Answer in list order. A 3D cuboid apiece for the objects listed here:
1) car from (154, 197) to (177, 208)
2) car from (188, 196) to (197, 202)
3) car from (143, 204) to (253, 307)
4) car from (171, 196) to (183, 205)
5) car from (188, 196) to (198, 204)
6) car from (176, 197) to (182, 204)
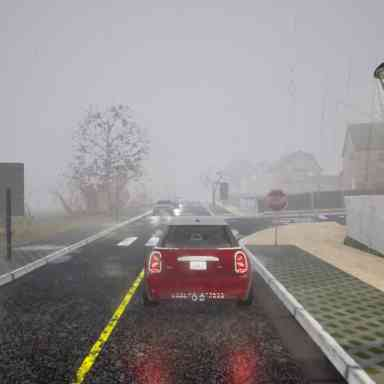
[{"bbox_3d":[-2.784,1.532,33.289,1.812,1.442,4.674,0,0,0],"label":"car"},{"bbox_3d":[0.147,1.604,75.569,1.994,1.385,4.181,0,0,0],"label":"car"},{"bbox_3d":[0.115,1.351,8.158,2.097,1.767,4.553,0,0,0],"label":"car"},{"bbox_3d":[-2.707,1.555,60.280,1.812,1.442,4.674,0,0,1],"label":"car"},{"bbox_3d":[0.224,1.561,64.839,1.812,1.442,4.674,0,0,0],"label":"car"},{"bbox_3d":[-2.755,1.617,46.421,1.895,1.301,4.718,0,0,0],"label":"car"}]
